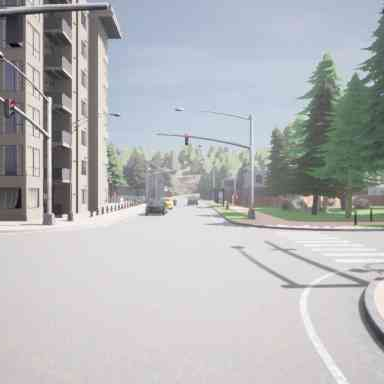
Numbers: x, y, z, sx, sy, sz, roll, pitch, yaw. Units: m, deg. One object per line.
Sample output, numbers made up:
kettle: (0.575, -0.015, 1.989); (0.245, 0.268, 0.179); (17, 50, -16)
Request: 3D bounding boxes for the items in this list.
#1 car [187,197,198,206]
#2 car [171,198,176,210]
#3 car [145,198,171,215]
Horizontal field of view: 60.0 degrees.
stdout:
car: (0.140, 1.547, 55.665); (2.033, 1.411, 5.357); (0, 0, 0)
car: (-3.483, 1.478, 43.441); (1.882, 1.535, 5.008); (0, 0, 0)
car: (-3.517, 1.478, 33.480); (1.882, 1.535, 5.008); (0, 0, 0)
